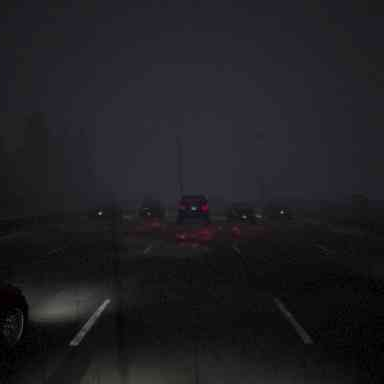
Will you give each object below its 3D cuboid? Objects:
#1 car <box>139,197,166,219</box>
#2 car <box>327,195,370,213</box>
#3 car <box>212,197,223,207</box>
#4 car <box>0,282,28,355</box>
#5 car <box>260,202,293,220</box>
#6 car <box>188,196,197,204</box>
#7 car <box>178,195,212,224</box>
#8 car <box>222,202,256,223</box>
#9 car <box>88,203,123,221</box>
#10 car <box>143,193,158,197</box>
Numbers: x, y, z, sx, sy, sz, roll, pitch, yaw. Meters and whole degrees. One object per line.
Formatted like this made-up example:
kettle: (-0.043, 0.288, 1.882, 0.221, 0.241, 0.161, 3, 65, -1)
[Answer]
car: (-3.384, 1.499, 28.711, 2.128, 1.511, 4.902, 0, 0, 0)
car: (15.940, 1.220, 33.824, 3.866, 1.878, 1.905, 0, 0, 0)
car: (3.625, 1.504, 50.100, 2.128, 1.511, 4.902, 0, 0, 0)
car: (-3.398, 1.527, 3.131, 1.812, 1.442, 4.674, 0, 0, 0)
car: (7.116, 1.570, 28.296, 1.994, 1.385, 4.181, 0, 0, 0)
car: (0.135, 1.542, 65.557, 1.812, 1.442, 4.674, 0, 0, 0)
car: (0.116, 1.226, 25.040, 2.150, 2.045, 5.566, 0, 0, 0)
car: (3.614, 1.532, 25.233, 1.812, 1.442, 4.674, 0, 0, 0)
car: (-6.885, 1.571, 26.921, 1.994, 1.385, 4.181, 0, 0, 0)
car: (-6.871, 1.236, 54.331, 2.150, 2.045, 5.566, 0, 0, 0)
